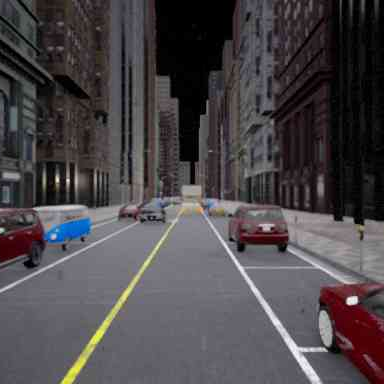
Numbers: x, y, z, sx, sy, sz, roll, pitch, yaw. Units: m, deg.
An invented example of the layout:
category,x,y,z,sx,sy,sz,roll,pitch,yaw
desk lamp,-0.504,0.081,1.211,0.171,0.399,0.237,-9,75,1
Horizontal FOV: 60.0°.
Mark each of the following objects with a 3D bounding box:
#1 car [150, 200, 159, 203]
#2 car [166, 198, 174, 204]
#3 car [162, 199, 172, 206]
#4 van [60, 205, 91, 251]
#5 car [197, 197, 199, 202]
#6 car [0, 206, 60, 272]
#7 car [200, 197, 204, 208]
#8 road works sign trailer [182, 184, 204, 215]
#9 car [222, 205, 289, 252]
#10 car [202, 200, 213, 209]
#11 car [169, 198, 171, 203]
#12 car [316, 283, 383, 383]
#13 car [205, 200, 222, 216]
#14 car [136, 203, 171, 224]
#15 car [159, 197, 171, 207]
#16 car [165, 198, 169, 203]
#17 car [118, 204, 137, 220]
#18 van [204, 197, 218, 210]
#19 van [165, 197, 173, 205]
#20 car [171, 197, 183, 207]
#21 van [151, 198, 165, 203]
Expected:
category,x,y,z,sx,sy,sz,roll,pitch,yaw
car,-5.775,2.031,42.823,1.947,1.339,4.313,0,-1,0
car,-5.786,2.413,87.916,1.967,1.590,4.097,0,-1,0
car,-5.783,2.390,76.642,1.887,1.381,4.507,0,-1,0
van,-5.769,1.497,14.643,1.690,1.788,3.998,0,-1,0
car,2.741,2.286,76.654,1.967,1.590,4.097,0,-1,0
car,-5.768,1.411,9.008,2.192,1.841,5.009,0,-1,0
car,2.747,2.032,54.111,1.967,1.590,4.097,0,-1,0
road works sign trailer,-0.010,0.888,39.165,2.380,3.560,2.880,0,-1,0
car,2.756,1.471,14.660,2.192,1.841,5.009,0,-1,0
car,2.746,2.183,59.916,1.752,1.417,4.829,0,-1,0
car,-5.781,2.284,65.369,1.947,1.339,4.313,0,-1,0
car,2.759,1.581,3.386,1.887,1.381,4.507,0,-1,0
car,2.751,1.929,37.372,1.752,1.417,4.829,0,-1,0
car,-3.105,1.860,27.634,1.994,1.385,4.181,0,-1,0
car,-5.783,2.097,71.007,2.192,1.841,5.009,0,-1,0
car,-5.779,2.221,59.732,1.947,1.339,4.313,0,-1,0
car,-5.773,1.884,31.551,1.887,1.381,4.507,0,-1,0
van,2.749,1.806,42.840,1.690,1.788,3.998,0,-1,0
van,-5.785,2.250,82.280,1.690,1.788,3.998,0,-1,0
car,-3.016,2.290,68.997,2.033,1.411,5.357,0,-1,0
van,-5.779,1.933,54.098,1.690,1.788,3.998,0,-1,0
